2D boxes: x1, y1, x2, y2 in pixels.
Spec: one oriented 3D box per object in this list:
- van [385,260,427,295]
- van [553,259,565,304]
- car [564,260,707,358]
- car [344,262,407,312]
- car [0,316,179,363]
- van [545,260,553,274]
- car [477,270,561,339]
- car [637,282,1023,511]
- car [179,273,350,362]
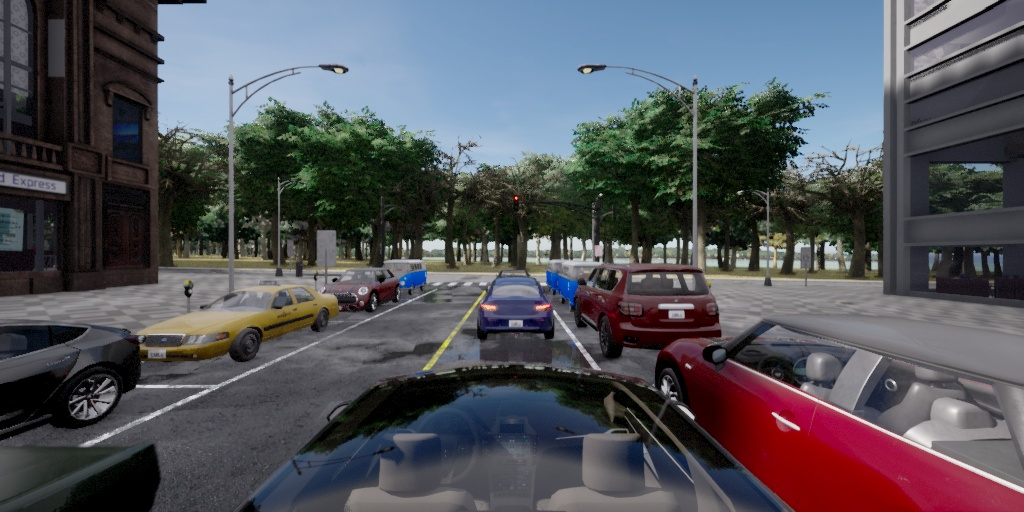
[{"bbox_3d":[-5.766,1.090,19.274,1.690,1.789,3.998,0,0,0],"label":"van"},{"bbox_3d":[2.760,1.090,13.838,1.690,1.789,3.998,0,0,0],"label":"van"},{"bbox_3d":[2.761,1.064,8.401,2.192,1.841,5.009,0,0,0],"label":"car"},{"bbox_3d":[-5.765,1.189,13.836,1.967,1.591,4.097,0,0,0],"label":"car"},{"bbox_3d":[-5.763,1.315,2.961,1.948,1.339,4.313,0,0,0],"label":"car"},{"bbox_3d":[2.759,1.090,19.276,1.690,1.789,3.998,0,0,0],"label":"van"},{"bbox_3d":[0.097,1.275,9.938,1.812,1.442,4.674,0,0,0],"label":"car"},{"bbox_3d":[2.763,1.189,2.963,1.967,1.591,4.097,0,0,0],"label":"car"},{"bbox_3d":[-5.764,1.275,8.229,1.751,1.417,4.829,0,0,0],"label":"car"}]
